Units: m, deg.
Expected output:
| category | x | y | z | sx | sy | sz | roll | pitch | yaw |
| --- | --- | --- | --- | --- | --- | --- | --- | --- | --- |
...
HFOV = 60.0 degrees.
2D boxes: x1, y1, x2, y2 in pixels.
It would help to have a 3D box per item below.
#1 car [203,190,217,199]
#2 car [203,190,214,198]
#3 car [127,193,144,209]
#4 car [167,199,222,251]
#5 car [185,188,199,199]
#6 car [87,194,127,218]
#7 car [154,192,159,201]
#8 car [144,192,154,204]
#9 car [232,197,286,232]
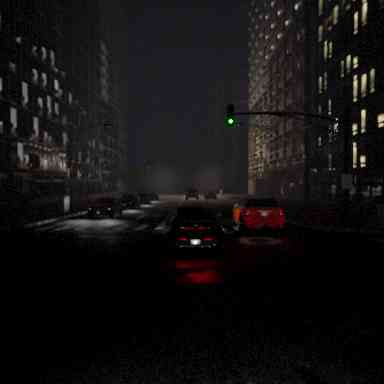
| category | x | y | z | sx | sy | sz | roll | pitch | yaw |
| --- | --- | --- | --- | --- | --- | --- | --- | --- | --- |
| car | 3.272 | 0.610 | 56.996 | 1.812 | 1.442 | 4.674 | 0 | 1 | 0 |
| car | 3.258 | 0.425 | 66.561 | 2.128 | 1.511 | 4.902 | 0 | 1 | 0 |
| car | -6.595 | 0.976 | 34.959 | 1.837 | 1.490 | 4.892 | 0 | 1 | 0 |
| car | 0.109 | 1.241 | 12.895 | 1.837 | 1.490 | 4.892 | 0 | 2 | 0 |
| car | 0.005 | 0.341 | 55.663 | 2.150 | 2.045 | 5.566 | 0 | 1 | 0 |
| car | -6.594 | 1.139 | 25.691 | 1.812 | 1.442 | 4.674 | 0 | 1 | 0 |
| car | -6.495 | 0.735 | 54.238 | 1.994 | 1.385 | 4.181 | 0 | 1 | 0 |
| car | -6.568 | 0.853 | 44.250 | 1.812 | 1.442 | 4.674 | 0 | 1 | 0 |
| car | 3.356 | 1.027 | 17.517 | 2.097 | 1.767 | 4.553 | 0 | 0 | 0 |
